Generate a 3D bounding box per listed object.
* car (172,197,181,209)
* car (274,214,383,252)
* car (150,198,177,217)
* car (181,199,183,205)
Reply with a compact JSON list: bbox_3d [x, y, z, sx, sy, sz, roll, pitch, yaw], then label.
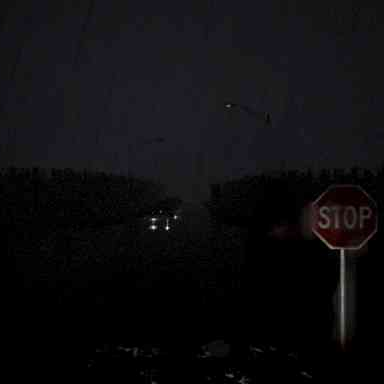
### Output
[{"bbox_3d":[-2.704,1.483,41.304,1.837,1.490,4.892,0,1,0],"label":"car"},{"bbox_3d":[5.520,1.591,13.529,4.181,1.385,1.994,0,-1,1],"label":"car"},{"bbox_3d":[-2.735,1.550,31.305,1.994,1.385,4.181,0,0,1],"label":"car"},{"bbox_3d":[-2.639,1.492,54.921,1.812,1.442,4.674,0,0,0],"label":"car"}]
